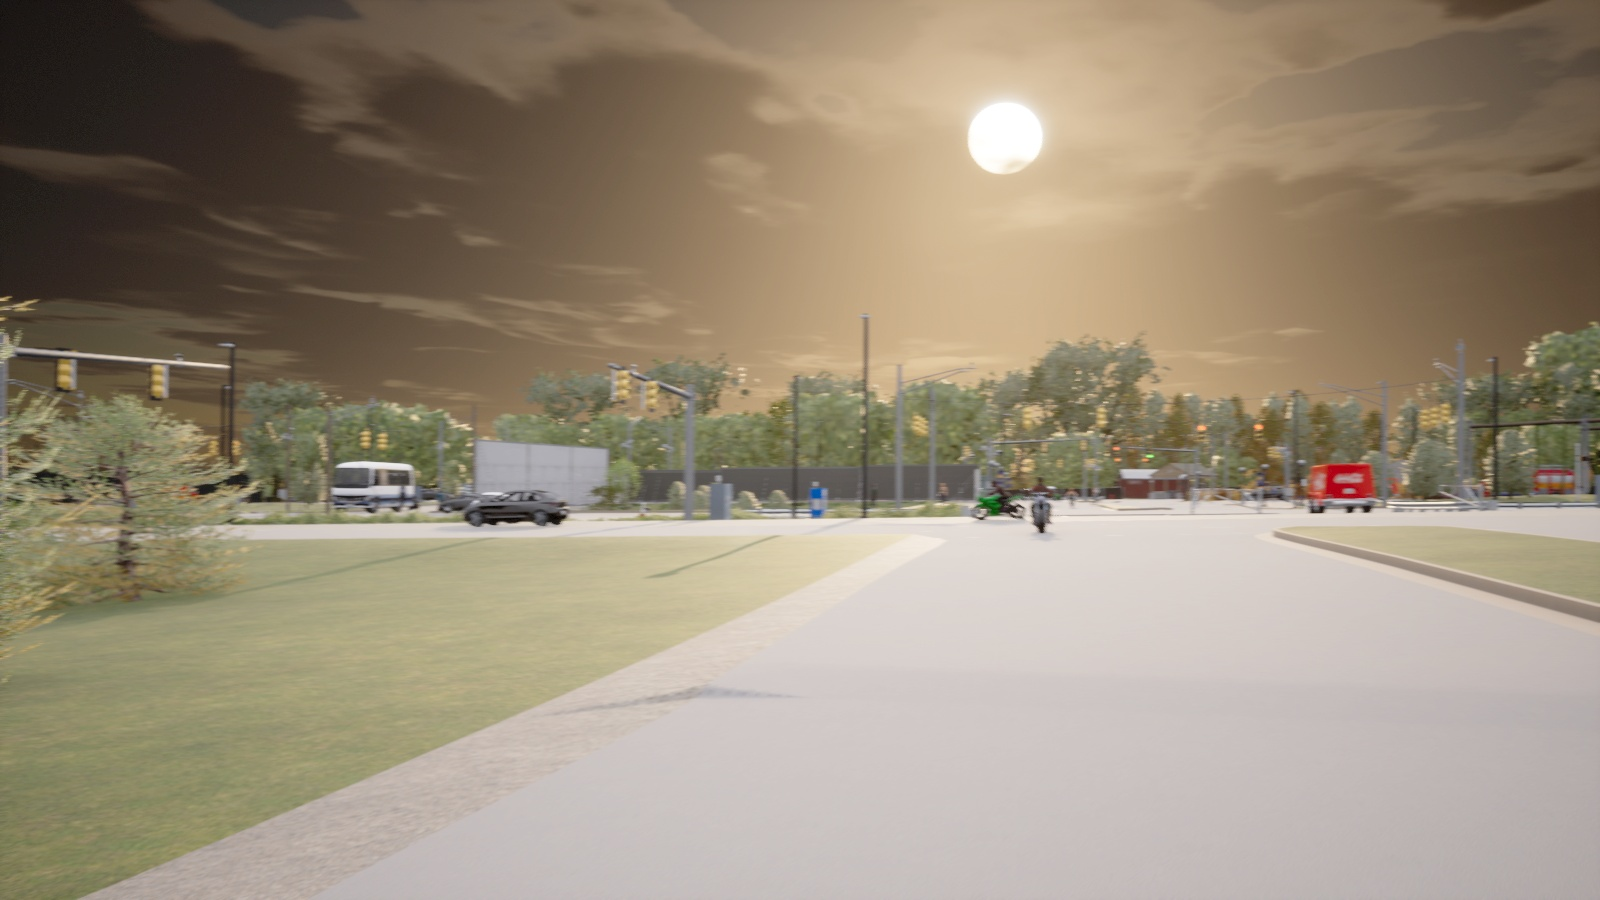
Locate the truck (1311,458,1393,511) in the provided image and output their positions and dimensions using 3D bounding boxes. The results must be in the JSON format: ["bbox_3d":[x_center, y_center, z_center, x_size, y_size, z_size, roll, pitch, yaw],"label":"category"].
[{"bbox_3d":[27.364,1.769,62.482,2.627,2.467,5.204,-2,-3,12],"label":"truck"}]

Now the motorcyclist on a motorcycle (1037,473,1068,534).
[{"bbox_3d":[7.144,1.495,35.563,0.766,1.649,2.350,-2,-1,10],"label":"motorcyclist on a motorcycle"}]

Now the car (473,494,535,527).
[{"bbox_3d":[-12.889,2.629,54.812,2.207,1.376,1.481,-1,-1,11],"label":"car"}]

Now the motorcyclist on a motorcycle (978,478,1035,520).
[{"bbox_3d":[7.776,1.825,47.168,2.044,1.523,0.797,-2,-2,11],"label":"motorcyclist on a motorcycle"}]

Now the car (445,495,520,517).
[{"bbox_3d":[-23.299,4.085,92.242,4.902,1.511,2.128,-1,-1,12],"label":"car"}]

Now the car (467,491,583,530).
[{"bbox_3d":[-11.136,2.446,50.900,4.193,1.474,1.816,-2,-1,11],"label":"car"}]
